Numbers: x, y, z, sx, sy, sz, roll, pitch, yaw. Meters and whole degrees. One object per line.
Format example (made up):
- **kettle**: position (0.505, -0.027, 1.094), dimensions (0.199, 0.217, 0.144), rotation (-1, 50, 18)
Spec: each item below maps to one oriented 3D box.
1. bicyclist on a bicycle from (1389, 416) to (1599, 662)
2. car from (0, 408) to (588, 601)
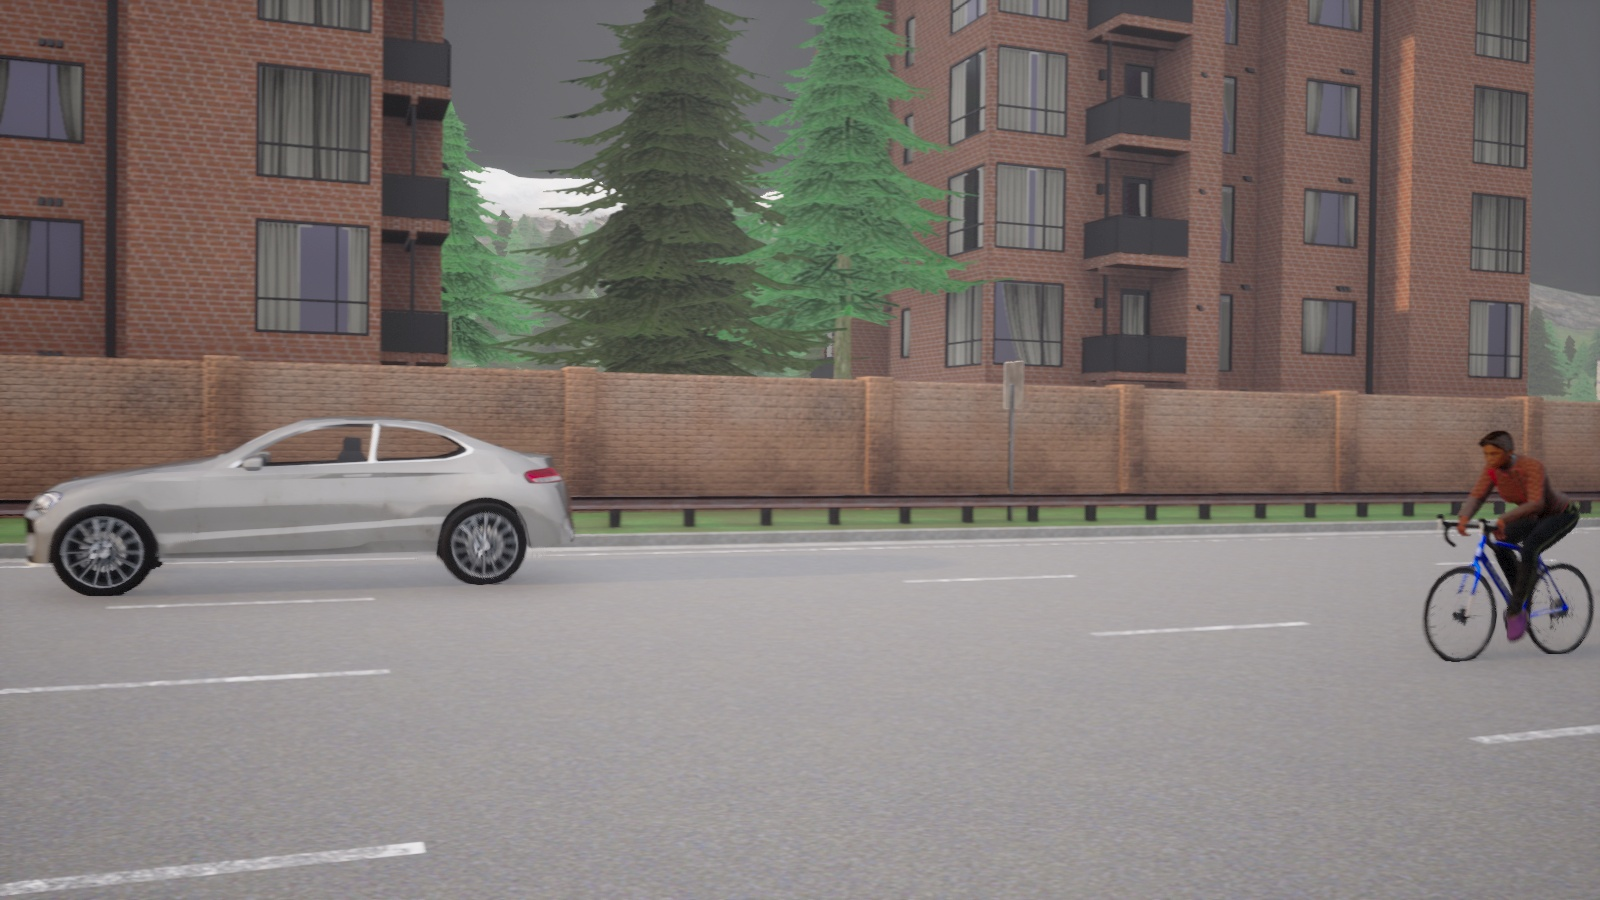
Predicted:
- **bicyclist on a bicycle**: position (5.045, 0.577, 8.899), dimensions (1.656, 1.620, 0.582), rotation (-1, 1, -21)
- **car**: position (-4.849, 0.425, 12.626), dimensions (5.027, 1.651, 2.152), rotation (-1, 1, -21)
